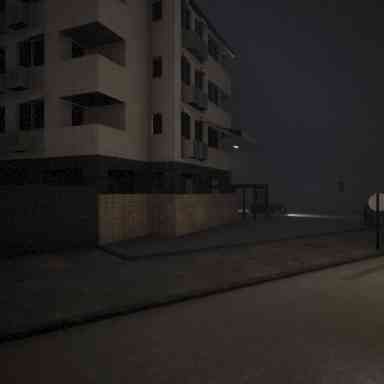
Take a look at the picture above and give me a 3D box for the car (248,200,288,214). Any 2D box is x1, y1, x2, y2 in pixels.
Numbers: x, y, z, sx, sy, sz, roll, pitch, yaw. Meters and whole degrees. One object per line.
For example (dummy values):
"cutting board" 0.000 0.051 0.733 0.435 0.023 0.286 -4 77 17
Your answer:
"car" 7.873 1.564 34.763 1.994 1.385 4.181 0 0 -35
